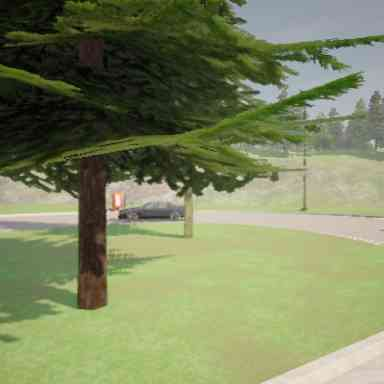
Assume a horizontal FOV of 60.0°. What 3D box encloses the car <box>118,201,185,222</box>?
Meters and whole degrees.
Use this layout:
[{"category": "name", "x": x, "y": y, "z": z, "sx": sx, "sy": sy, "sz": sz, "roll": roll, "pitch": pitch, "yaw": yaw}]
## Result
[{"category": "car", "x": -2.696, "y": 1.410, "z": 24.535, "sx": 5.357, "sy": 1.411, "sz": 2.033, "roll": 0, "pitch": 0, "yaw": -10}]
